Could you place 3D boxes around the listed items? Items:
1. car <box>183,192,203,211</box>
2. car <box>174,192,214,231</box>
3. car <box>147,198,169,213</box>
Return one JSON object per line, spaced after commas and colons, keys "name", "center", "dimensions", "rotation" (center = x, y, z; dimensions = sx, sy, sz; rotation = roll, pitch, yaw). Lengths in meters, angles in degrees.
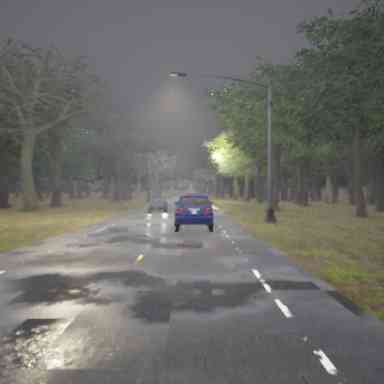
{"name": "car", "center": [0.122, 1.059, 38.893], "dimensions": [2.150, 2.045, 5.566], "rotation": [0, 0, 0]}
{"name": "car", "center": [0.112, 1.141, 20.060], "dimensions": [2.150, 2.045, 5.566], "rotation": [0, 0, 0]}
{"name": "car", "center": [-3.480, 1.362, 34.849], "dimensions": [1.837, 1.490, 4.892], "rotation": [0, 0, 0]}
